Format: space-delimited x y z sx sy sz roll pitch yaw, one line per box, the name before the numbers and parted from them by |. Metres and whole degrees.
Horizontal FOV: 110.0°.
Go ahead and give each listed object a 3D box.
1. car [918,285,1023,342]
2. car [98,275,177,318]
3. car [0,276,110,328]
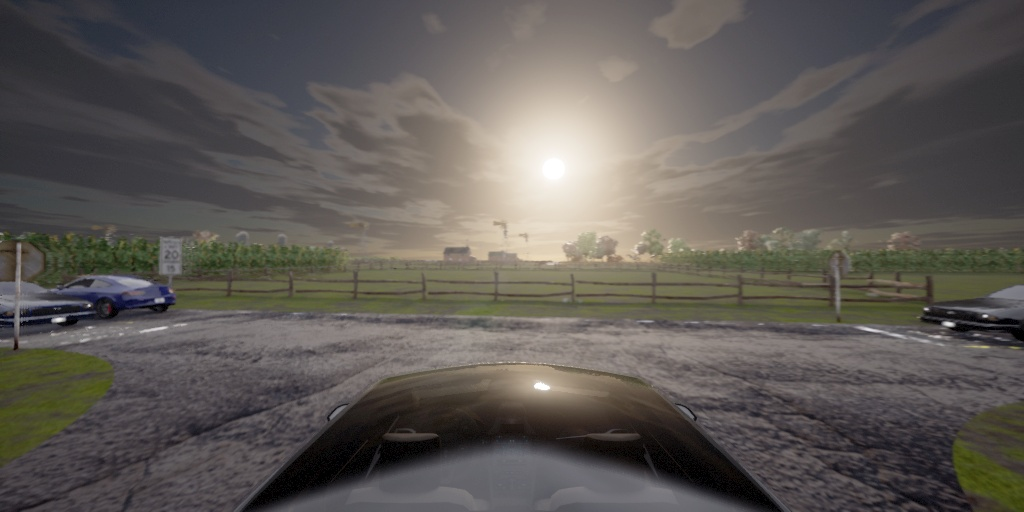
car | 14.294 1.432 9.286 5.357 1.411 2.033 0 -1 7
car | -14.865 1.422 13.125 4.674 1.442 1.812 0 -1 8
car | -15.089 1.370 10.258 5.357 1.411 2.033 0 -1 8
